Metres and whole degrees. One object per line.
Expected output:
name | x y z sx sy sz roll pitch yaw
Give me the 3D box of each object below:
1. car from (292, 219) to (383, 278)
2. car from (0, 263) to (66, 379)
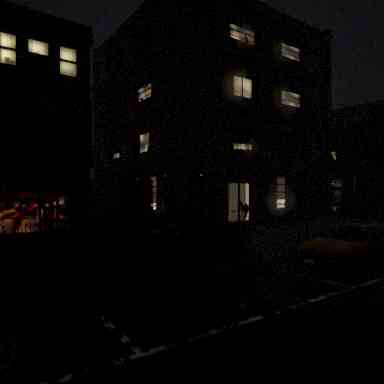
car | 5.048 1.526 10.170 4.829 1.417 1.752 0 0 -36
car | -3.804 1.551 3.848 4.403 1.369 2.008 0 0 -36
